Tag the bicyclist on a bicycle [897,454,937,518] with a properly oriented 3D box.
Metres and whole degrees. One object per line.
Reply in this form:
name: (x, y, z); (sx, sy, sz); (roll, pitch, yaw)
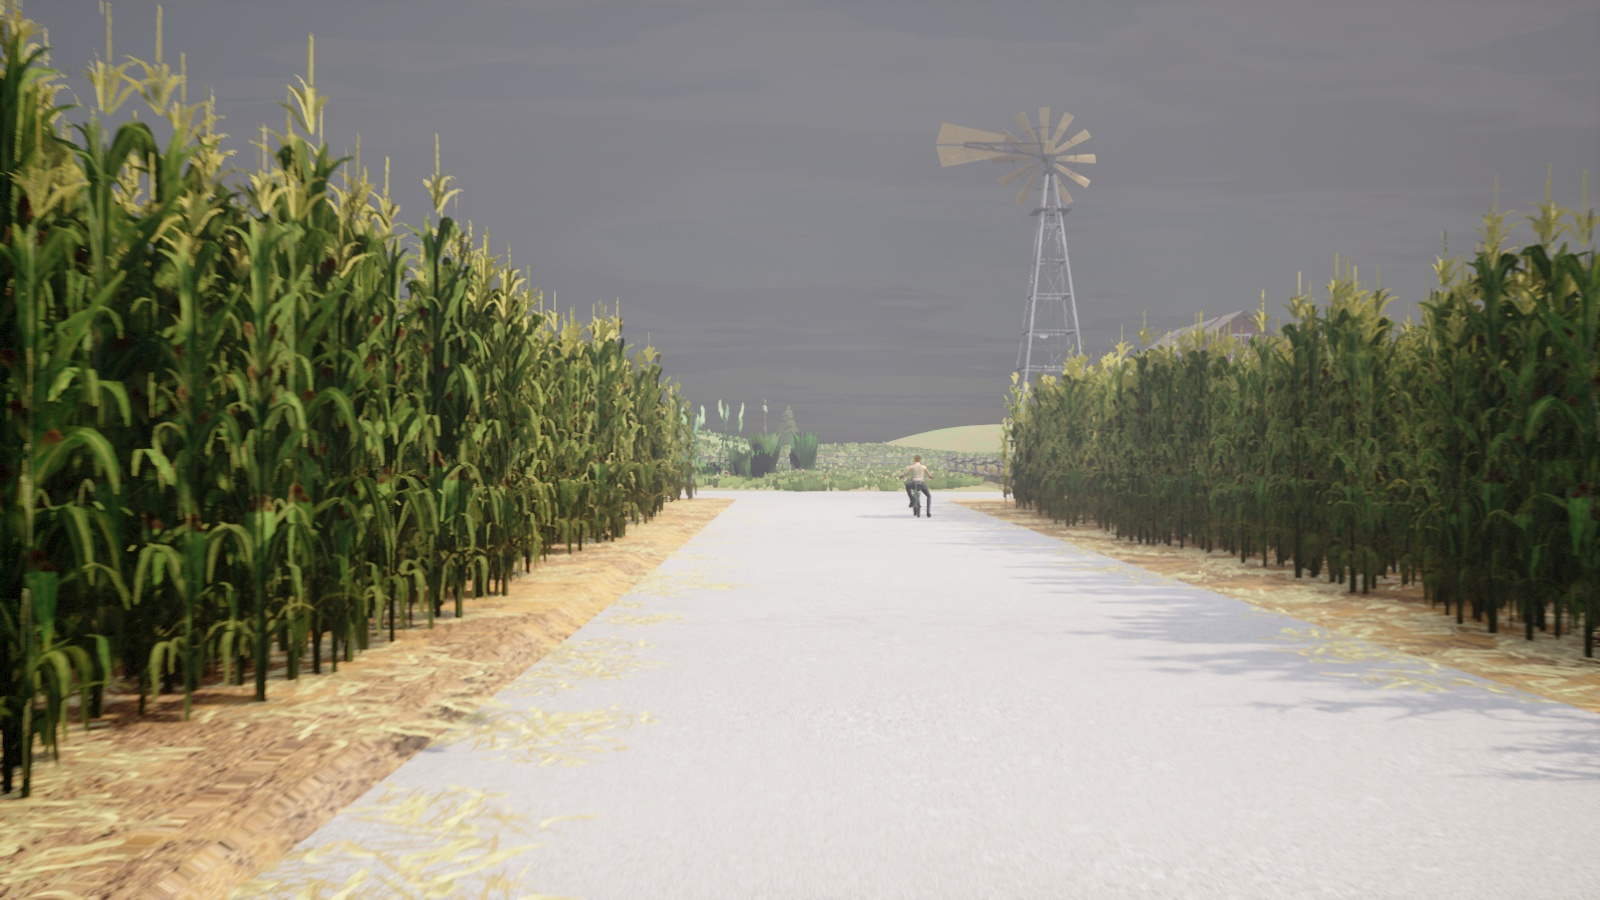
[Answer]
bicyclist on a bicycle: (3.024, 0.909, 32.584); (0.866, 1.612, 1.509); (0, 0, 0)
